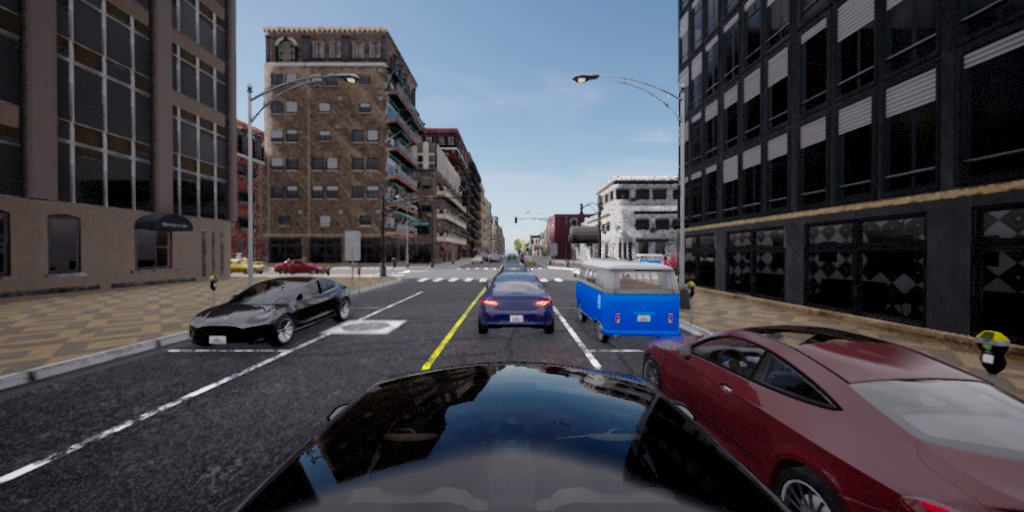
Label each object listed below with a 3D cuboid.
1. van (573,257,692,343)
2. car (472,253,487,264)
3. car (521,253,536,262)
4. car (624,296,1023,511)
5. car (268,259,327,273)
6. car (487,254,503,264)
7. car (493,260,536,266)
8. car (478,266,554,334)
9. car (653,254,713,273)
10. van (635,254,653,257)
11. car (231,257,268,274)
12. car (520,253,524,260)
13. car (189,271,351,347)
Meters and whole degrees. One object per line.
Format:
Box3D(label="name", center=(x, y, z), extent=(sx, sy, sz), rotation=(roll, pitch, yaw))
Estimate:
Box3D(label="van", center=(2.659, 1.000, 9.086), extent=(1.690, 1.789, 3.998), rotation=(0, 0, 0))
Box3D(label="car", center=(-5.676, 0.597, 59.239), extent=(1.751, 1.417, 4.829), rotation=(0, 0, 0))
Box3D(label="car", center=(2.704, 0.660, 54.039), extent=(1.751, 1.417, 4.829), rotation=(0, 0, 0))
Box3D(label="car", center=(2.658, 1.311, 3.397), extent=(1.802, 1.307, 4.207), rotation=(0, 0, 0))
Box3D(label="car", center=(-17.460, 0.932, 29.895), extent=(4.207, 1.307, 1.802), rotation=(0, 0, 0))
Box3D(label="car", center=(-3.031, 0.535, 63.092), extent=(1.837, 1.490, 4.892), rotation=(0, 1, 0))
Box3D(label="car", center=(0.097, 1.108, 18.529), extent=(1.994, 1.385, 4.181), rotation=(0, 1, 0))
Box3D(label="car", center=(0.103, 1.173, 10.078), extent=(1.812, 1.442, 4.674), rotation=(0, 1, 0))
Box3D(label="car", center=(14.927, 0.755, 29.966), extent=(5.009, 1.841, 2.192), rotation=(0, 0, 0))
Box3D(label="van", center=(14.906, 0.718, 38.346), extent=(3.998, 1.789, 1.690), rotation=(0, 0, 0))
Box3D(label="car", center=(-22.953, 0.864, 29.883), extent=(4.829, 1.417, 1.751), rotation=(0, 0, 0))
Box3D(label="car", center=(2.706, 0.593, 64.946), extent=(1.802, 1.307, 4.207), rotation=(0, 0, 0))
Box3D(label="car", center=(-5.688, 1.224, 9.114), extent=(1.948, 1.339, 4.313), rotation=(0, 0, 0))
